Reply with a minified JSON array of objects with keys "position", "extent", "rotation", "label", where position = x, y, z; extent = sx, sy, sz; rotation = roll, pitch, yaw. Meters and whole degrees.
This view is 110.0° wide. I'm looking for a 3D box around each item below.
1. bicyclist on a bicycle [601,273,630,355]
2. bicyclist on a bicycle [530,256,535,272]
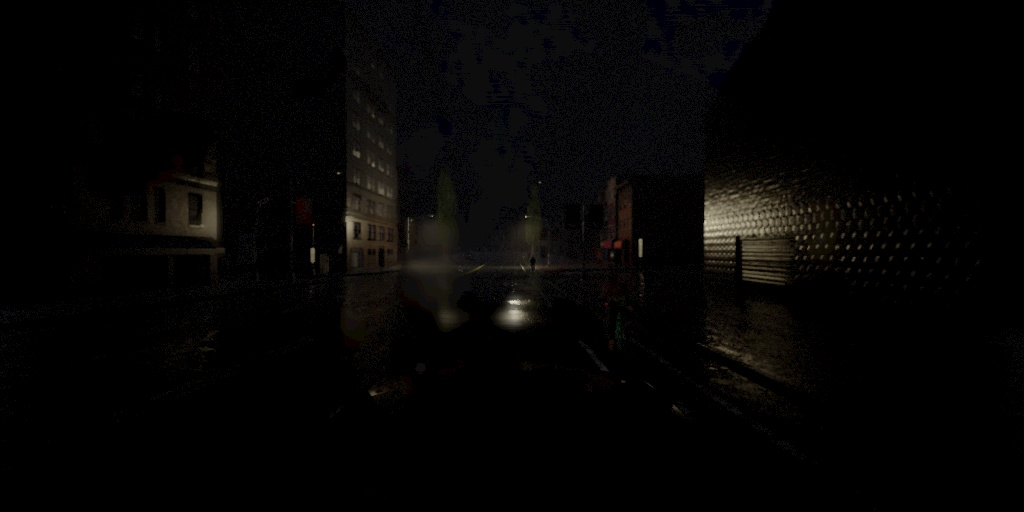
[{"position":[2.240,1.202,7.757],"extent":[0.582,1.620,1.656],"rotation":[0,0,0],"label":"bicyclist on a bicycle"},{"position":[2.224,0.878,38.618],"extent":[0.659,1.776,1.843],"rotation":[0,-2,0],"label":"bicyclist on a bicycle"}]
